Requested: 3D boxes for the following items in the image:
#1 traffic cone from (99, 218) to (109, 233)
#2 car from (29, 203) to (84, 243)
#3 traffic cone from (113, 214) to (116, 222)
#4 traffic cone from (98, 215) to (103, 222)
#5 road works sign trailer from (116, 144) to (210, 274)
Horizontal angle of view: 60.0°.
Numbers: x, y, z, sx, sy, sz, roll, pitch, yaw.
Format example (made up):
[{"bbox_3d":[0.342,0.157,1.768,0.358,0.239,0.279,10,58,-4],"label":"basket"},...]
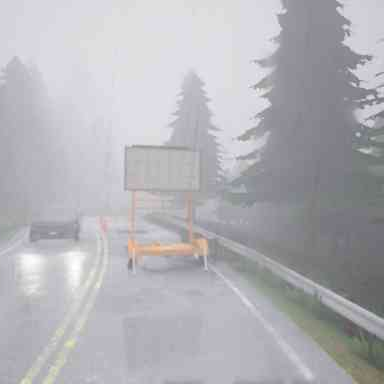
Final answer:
[{"bbox_3d":[-4.352,1.756,16.691,0.340,0.580,0.340,1,0,-17],"label":"traffic cone"},{"bbox_3d":[-5.977,1.248,15.057,1.882,1.535,5.008,1,1,-17],"label":"car"},{"bbox_3d":[-5.201,1.732,22.715,0.340,0.580,0.340,1,0,-17],"label":"traffic cone"},{"bbox_3d":[-4.950,1.731,18.596,0.340,0.580,0.340,2,1,-17],"label":"traffic cone"},{"bbox_3d":[-0.934,0.370,10.375,2.380,3.560,2.880,1,1,-17],"label":"road works sign trailer"}]
